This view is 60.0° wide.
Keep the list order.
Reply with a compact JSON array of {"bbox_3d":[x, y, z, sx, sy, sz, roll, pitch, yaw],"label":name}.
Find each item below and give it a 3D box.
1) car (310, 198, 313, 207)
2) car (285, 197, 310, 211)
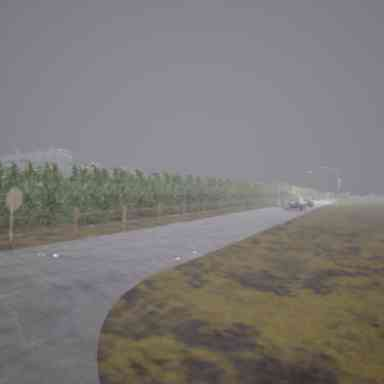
[{"bbox_3d":[17.749,1.560,51.792,2.128,1.511,4.902,1,1,26],"label":"car"},{"bbox_3d":[13.329,1.427,42.676,2.097,1.767,4.553,1,1,27],"label":"car"}]
